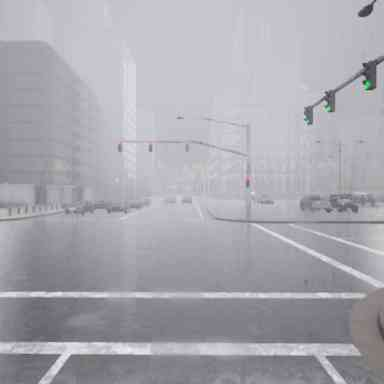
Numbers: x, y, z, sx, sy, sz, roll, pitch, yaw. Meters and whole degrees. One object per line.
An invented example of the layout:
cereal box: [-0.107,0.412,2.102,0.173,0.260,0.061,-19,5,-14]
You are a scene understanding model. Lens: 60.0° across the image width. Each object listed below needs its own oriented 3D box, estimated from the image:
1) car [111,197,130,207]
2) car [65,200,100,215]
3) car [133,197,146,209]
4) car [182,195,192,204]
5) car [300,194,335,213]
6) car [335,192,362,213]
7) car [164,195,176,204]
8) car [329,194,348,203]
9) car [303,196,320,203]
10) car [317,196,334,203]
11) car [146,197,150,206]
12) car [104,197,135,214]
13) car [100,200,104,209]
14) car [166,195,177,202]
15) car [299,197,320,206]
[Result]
car: [-11.549,1.632,53.955,2.033,1.411,5.357,0,0,0]
car: [-11.453,1.545,34.148,2.128,1.511,4.902,0,0,0]
car: [-8.011,1.424,45.442,2.097,1.767,4.553,0,0,0]
car: [-1.017,1.705,65.669,1.895,1.301,4.718,0,0,0]
car: [13.188,1.210,35.737,1.932,1.855,4.605,0,0,0]
car: [16.082,1.213,35.687,1.905,1.878,3.866,0,0,0]
car: [-4.517,1.668,65.571,1.994,1.385,4.181,0,0,0]
car: [30.080,1.262,68.329,1.932,1.855,4.605,0,0,0]
car: [24.501,1.504,68.270,1.970,1.475,3.806,0,0,0]
car: [27.396,1.473,68.274,1.784,1.438,3.905,0,0,0]
car: [-8.051,1.579,55.326,2.128,1.511,4.902,0,0,0]
car: [-7.967,1.622,36.739,1.994,1.385,4.181,0,0,0]
car: [-11.501,1.669,43.415,1.895,1.301,4.718,0,0,0]
car: [-4.563,1.469,74.409,2.128,1.511,4.902,0,0,0]
car: [18.758,1.480,53.159,1.970,1.475,3.806,0,0,0]
